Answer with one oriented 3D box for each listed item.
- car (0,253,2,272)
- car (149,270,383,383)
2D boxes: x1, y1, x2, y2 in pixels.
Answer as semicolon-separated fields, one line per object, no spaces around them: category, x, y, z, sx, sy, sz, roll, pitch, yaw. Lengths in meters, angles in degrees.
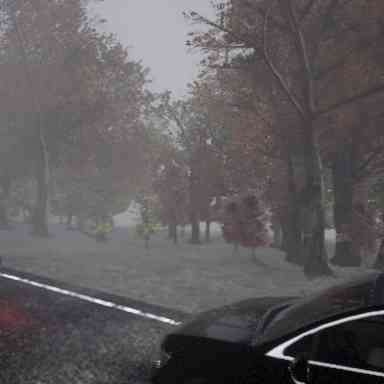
car;-6.587;1.536;8.304;4.674;1.442;1.812;-2;2;34
car;1.841;1.354;2.460;4.892;1.490;1.837;-4;-3;35
